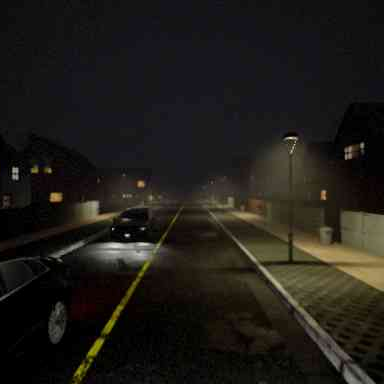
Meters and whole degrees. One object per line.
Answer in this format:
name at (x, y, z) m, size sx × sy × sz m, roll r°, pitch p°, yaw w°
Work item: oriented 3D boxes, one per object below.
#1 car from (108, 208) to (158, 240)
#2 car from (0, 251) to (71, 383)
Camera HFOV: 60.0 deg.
car at (-2.874, 1.548, 17.431) m, size 2.033 × 1.411 × 5.357 m, roll 0°, pitch 0°, yaw 0°
car at (-2.854, 1.492, 3.474) m, size 2.128 × 1.511 × 4.902 m, roll 0°, pitch 0°, yaw 0°
